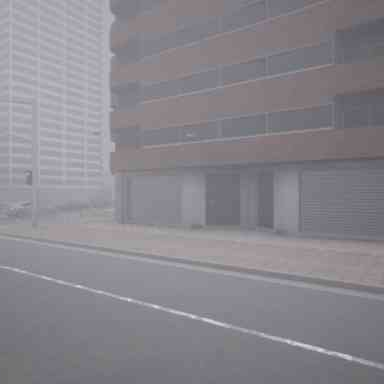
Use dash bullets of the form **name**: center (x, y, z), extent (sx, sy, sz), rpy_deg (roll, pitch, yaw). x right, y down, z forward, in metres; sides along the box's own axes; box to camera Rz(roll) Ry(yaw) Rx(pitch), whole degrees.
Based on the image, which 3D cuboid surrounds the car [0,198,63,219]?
- **car**: center (-14.279, 1.516, 29.523), extent (1.812, 1.442, 4.674), rpy_deg (0, 0, 36)

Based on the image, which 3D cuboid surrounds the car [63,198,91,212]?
- **car**: center (-13.872, 1.590, 36.458), extent (1.895, 1.301, 4.718), rpy_deg (0, 0, 35)

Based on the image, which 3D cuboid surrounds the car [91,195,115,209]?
- **car**: center (-12.780, 1.493, 44.149), extent (1.837, 1.490, 4.892), rpy_deg (0, 0, 35)
